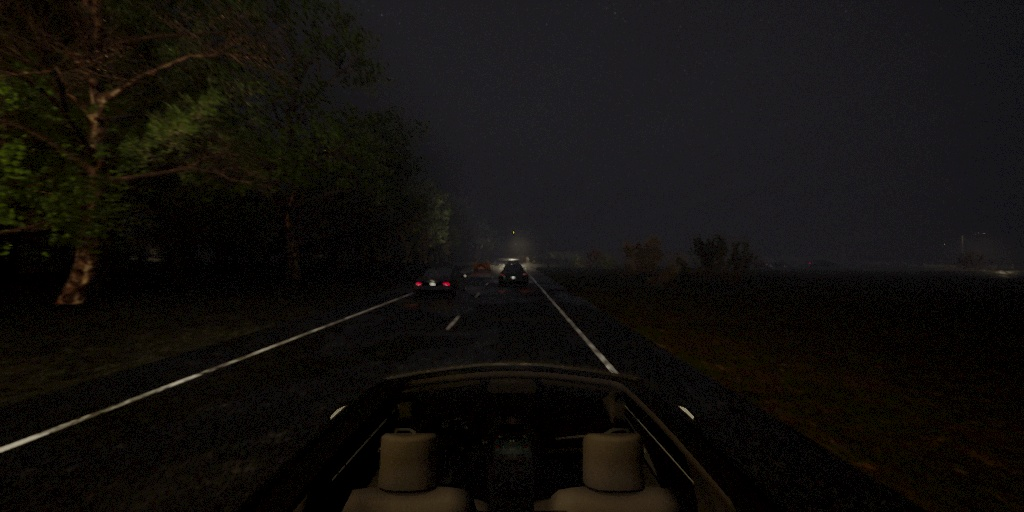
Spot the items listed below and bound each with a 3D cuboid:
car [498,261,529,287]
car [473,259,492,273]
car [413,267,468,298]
[{"bbox_3d":[0.088,1.264,23.854,1.994,1.385,4.181,0,0,0],"label":"car"},{"bbox_3d":[-3.392,1.132,41.770,1.882,1.535,5.008,0,0,0],"label":"car"},{"bbox_3d":[-3.443,1.262,18.095,2.033,1.411,5.357,0,0,1],"label":"car"}]
